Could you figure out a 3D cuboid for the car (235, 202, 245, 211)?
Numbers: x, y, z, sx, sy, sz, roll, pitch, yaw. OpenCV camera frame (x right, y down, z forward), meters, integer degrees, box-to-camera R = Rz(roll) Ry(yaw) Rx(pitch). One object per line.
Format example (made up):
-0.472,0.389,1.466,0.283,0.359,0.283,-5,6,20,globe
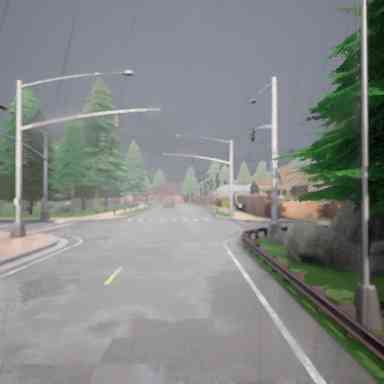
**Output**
8.832,1.806,47.404,4.605,1.855,1.932,0,-1,-1,car

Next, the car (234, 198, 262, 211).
8.416,1.843,49.914,3.866,1.878,1.905,0,-1,-1,car

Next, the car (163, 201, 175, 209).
-4.107,2.360,59.304,1.994,1.385,4.181,0,-1,-1,car
